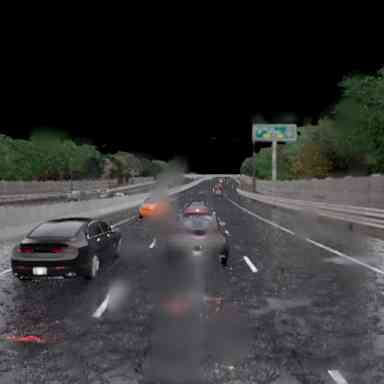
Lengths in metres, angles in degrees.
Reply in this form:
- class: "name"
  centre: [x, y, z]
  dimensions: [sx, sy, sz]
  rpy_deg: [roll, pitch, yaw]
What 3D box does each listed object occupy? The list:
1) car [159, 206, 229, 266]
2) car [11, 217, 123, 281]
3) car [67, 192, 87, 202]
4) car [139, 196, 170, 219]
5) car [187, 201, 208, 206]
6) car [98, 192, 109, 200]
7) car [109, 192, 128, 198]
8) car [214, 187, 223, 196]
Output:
- class: "car"
  centre: [0.181, 1.473, 11.504]
  dimensions: [2.128, 1.511, 4.902]
  rpy_deg: [0, 0, 1]
- class: "car"
  centre: [-3.337, 1.489, 9.769]
  dimensions: [1.837, 1.490, 4.892]
  rpy_deg: [0, 0, 1]
- class: "car"
  centre: [-19.623, 0.814, 56.907]
  dimensions: [1.837, 1.490, 4.892]
  rpy_deg: [0, 1, 3]
- class: "car"
  centre: [-3.027, 1.220, 27.858]
  dimensions: [2.097, 1.767, 4.553]
  rpy_deg: [0, 1, 1]
- class: "car"
  centre: [0.497, 1.423, 28.808]
  dimensions: [1.994, 1.385, 4.181]
  rpy_deg: [0, 1, 1]
- class: "car"
  centre: [-15.861, 0.682, 61.655]
  dimensions: [2.128, 1.511, 4.902]
  rpy_deg: [0, 2, 4]
- class: "car"
  centre: [-12.545, 0.798, 58.313]
  dimensions: [1.812, 1.442, 4.674]
  rpy_deg: [0, 1, 3]
- class: "car"
  centre: [6.247, 0.202, 78.935]
  dimensions: [1.994, 1.385, 4.181]
  rpy_deg: [0, 2, 4]
